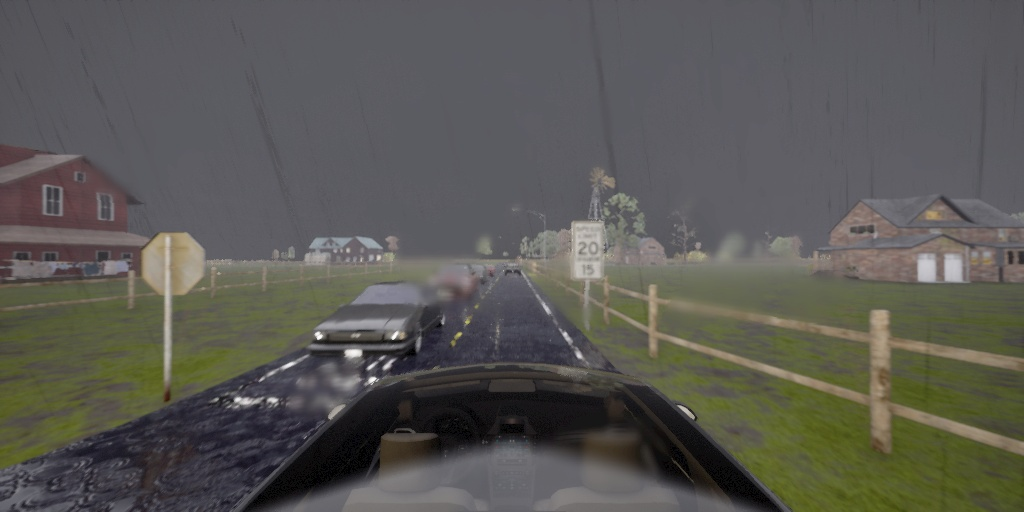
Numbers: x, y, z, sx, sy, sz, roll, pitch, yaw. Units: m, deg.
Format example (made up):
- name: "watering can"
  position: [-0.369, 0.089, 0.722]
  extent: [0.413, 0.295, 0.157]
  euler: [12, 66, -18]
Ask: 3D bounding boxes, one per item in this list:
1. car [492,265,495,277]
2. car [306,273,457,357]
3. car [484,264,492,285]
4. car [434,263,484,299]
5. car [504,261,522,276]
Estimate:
- name: "car"
  position: [-2.808, 1.531, 37.996]
  extent: [1.895, 1.301, 4.718]
  euler: [0, 0, 0]
- name: "car"
  position: [-2.824, 1.335, 8.951]
  extent: [2.033, 1.411, 5.357]
  euler: [0, 0, -1]
- name: "car"
  position: [-2.832, 1.387, 28.053]
  extent: [1.837, 1.490, 4.892]
  euler: [0, 0, 0]
- name: "car"
  position: [-2.843, 1.187, 18.461]
  extent: [2.097, 1.767, 4.553]
  euler: [0, 0, 0]
- name: "car"
  position: [0.086, 1.450, 41.180]
  extent: [1.837, 1.490, 4.892]
  euler: [0, 0, 0]
